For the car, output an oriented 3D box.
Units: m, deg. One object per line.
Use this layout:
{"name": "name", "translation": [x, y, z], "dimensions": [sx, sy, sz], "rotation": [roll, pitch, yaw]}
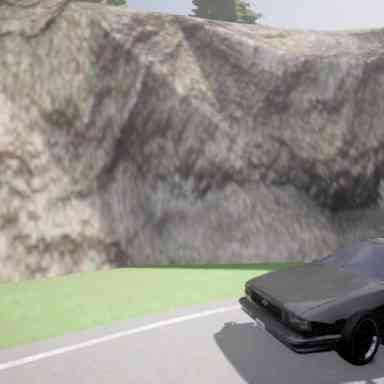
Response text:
{"name": "car", "translation": [3.556, 1.510, 5.538], "dimensions": [5.357, 1.411, 2.033], "rotation": [0, 0, -15]}
